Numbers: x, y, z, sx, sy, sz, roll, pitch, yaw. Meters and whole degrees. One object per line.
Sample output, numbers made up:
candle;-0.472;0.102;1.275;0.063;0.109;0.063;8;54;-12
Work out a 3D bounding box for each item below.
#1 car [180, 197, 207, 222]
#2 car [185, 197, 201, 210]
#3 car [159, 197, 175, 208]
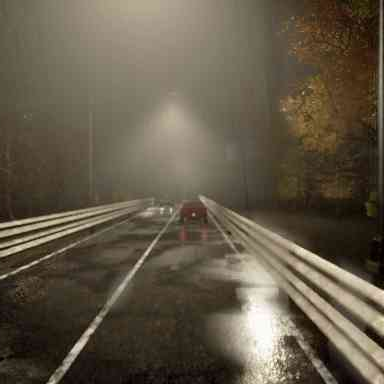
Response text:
car;0.113;1.353;24.678;1.882;1.535;5.008;0;0;0
car;0.110;1.327;41.285;1.812;1.442;4.674;0;0;0
car;-3.334;1.333;44.923;2.033;1.411;5.357;0;0;0
